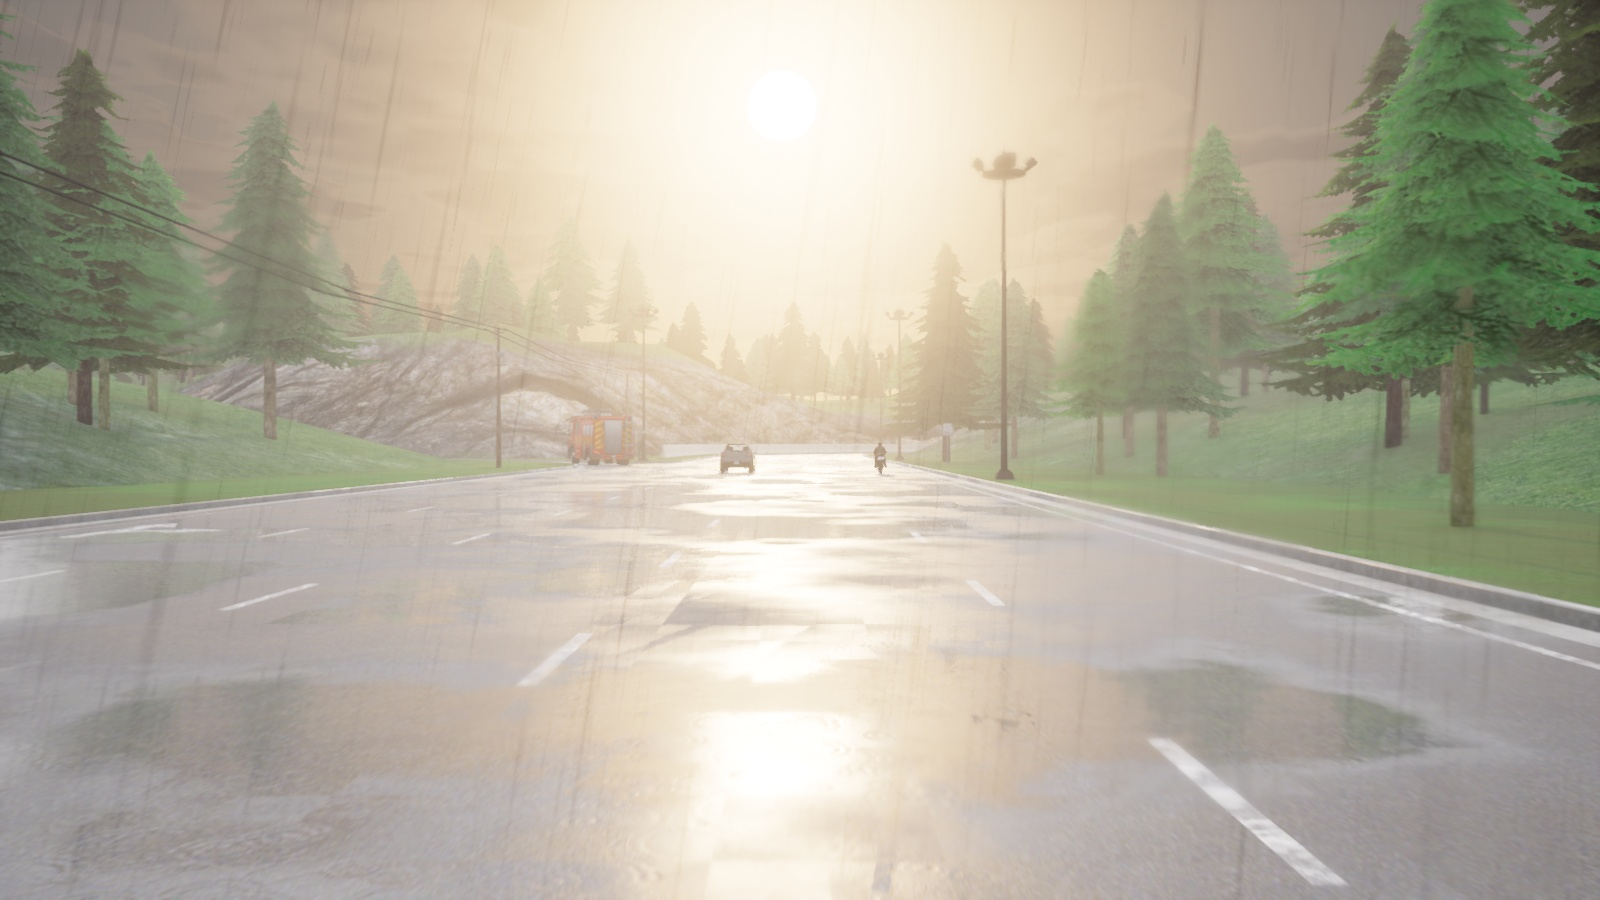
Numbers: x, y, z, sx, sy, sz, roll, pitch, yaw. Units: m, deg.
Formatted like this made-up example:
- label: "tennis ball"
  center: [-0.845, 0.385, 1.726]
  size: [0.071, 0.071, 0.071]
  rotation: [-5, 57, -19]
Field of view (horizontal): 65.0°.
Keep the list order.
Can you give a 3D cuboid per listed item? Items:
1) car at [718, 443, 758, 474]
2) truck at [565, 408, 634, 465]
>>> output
- label: "car"
  center: [-3.122, 0.406, 63.802]
  size: [1.845, 1.501, 3.633]
  rotation: [0, 0, 0]
- label: "truck"
  center: [-14.188, -0.917, 88.267]
  size: [2.891, 3.827, 8.468]
  rotation: [0, 0, -22]
